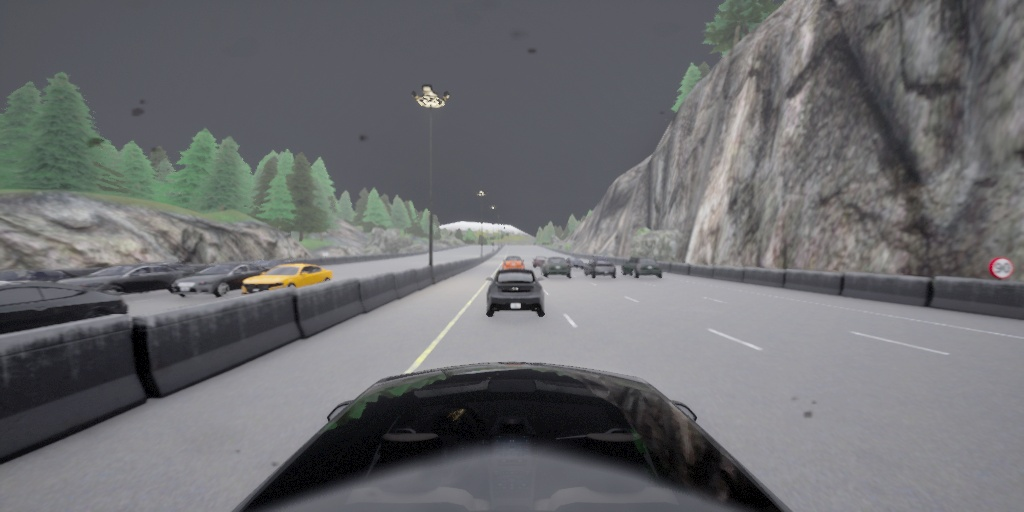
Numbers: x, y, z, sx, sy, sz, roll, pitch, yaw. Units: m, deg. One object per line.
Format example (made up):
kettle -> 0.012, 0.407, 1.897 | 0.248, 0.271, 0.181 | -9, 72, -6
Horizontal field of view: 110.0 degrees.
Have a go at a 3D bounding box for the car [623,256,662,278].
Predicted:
car -> 10.543, 0.839, 29.530 | 2.097, 1.767, 4.553 | 0, 1, 0

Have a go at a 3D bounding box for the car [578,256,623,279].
car -> 7.042, 0.985, 29.067 | 2.128, 1.511, 4.902 | 0, 1, 1

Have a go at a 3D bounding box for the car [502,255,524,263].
car -> 0.137, 0.756, 34.854 | 2.097, 1.767, 4.553 | 0, 1, 0

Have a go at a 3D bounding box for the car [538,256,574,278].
car -> 3.547, 0.837, 29.728 | 2.097, 1.767, 4.553 | 0, 1, 0

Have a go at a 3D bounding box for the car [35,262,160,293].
car -> -17.577, 1.146, 16.541 | 2.128, 1.511, 4.902 | 0, 1, 0

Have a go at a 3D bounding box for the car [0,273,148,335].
car -> -10.597, 1.256, 7.127 | 1.812, 1.442, 4.674 | 0, 0, 0

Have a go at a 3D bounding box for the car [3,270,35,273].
car -> -21.079, 1.267, 15.465 | 1.895, 1.301, 4.718 | 0, 0, 0

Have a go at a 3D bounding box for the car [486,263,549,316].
car -> 0.112, 1.192, 13.050 | 1.837, 1.490, 4.892 | 0, 1, 0

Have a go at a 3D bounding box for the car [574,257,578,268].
car -> 7.077, 0.822, 41.937 | 2.033, 1.411, 5.357 | 0, 1, 1

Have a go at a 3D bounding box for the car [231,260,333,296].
car -> -10.566, 1.123, 17.303 | 1.882, 1.535, 5.008 | 0, 1, 0

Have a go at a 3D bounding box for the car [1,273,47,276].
car -> -14.093, 1.276, 7.500 | 2.033, 1.411, 5.357 | 0, 0, 0

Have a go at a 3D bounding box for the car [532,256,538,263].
car -> 3.613, 0.720, 45.892 | 1.812, 1.442, 4.674 | 0, 1, 0

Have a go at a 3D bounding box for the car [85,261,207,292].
car -> -20.980, 1.100, 20.968 | 2.128, 1.511, 4.902 | 0, 1, 0

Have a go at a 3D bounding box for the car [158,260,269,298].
car -> -14.073, 1.131, 17.891 | 2.128, 1.511, 4.902 | 0, 1, 0
